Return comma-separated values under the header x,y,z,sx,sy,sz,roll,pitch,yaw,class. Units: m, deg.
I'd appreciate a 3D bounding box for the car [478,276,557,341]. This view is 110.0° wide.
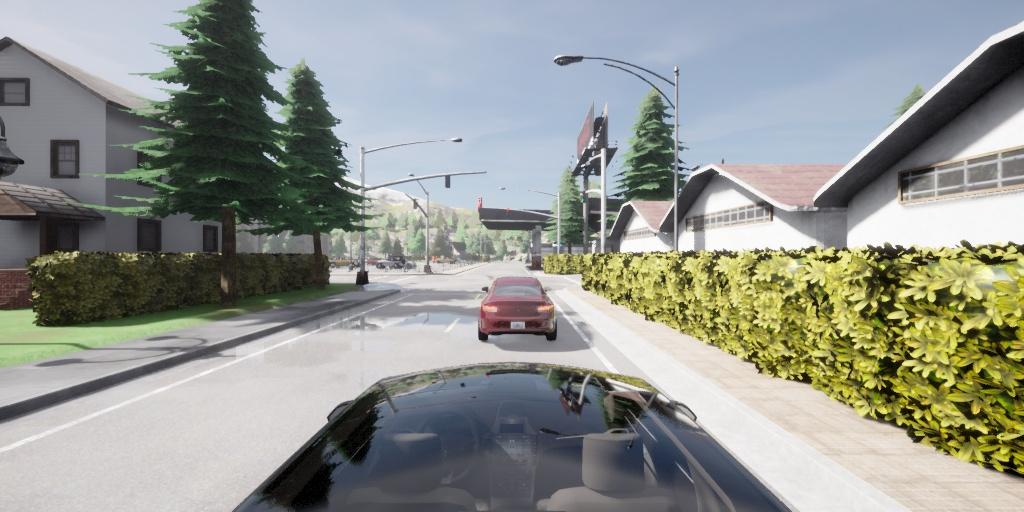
x,y,z,sx,sy,sz,roll,pitch,yaw,class
0.129,1.276,9.766,1.812,1.442,4.674,0,0,0,car
